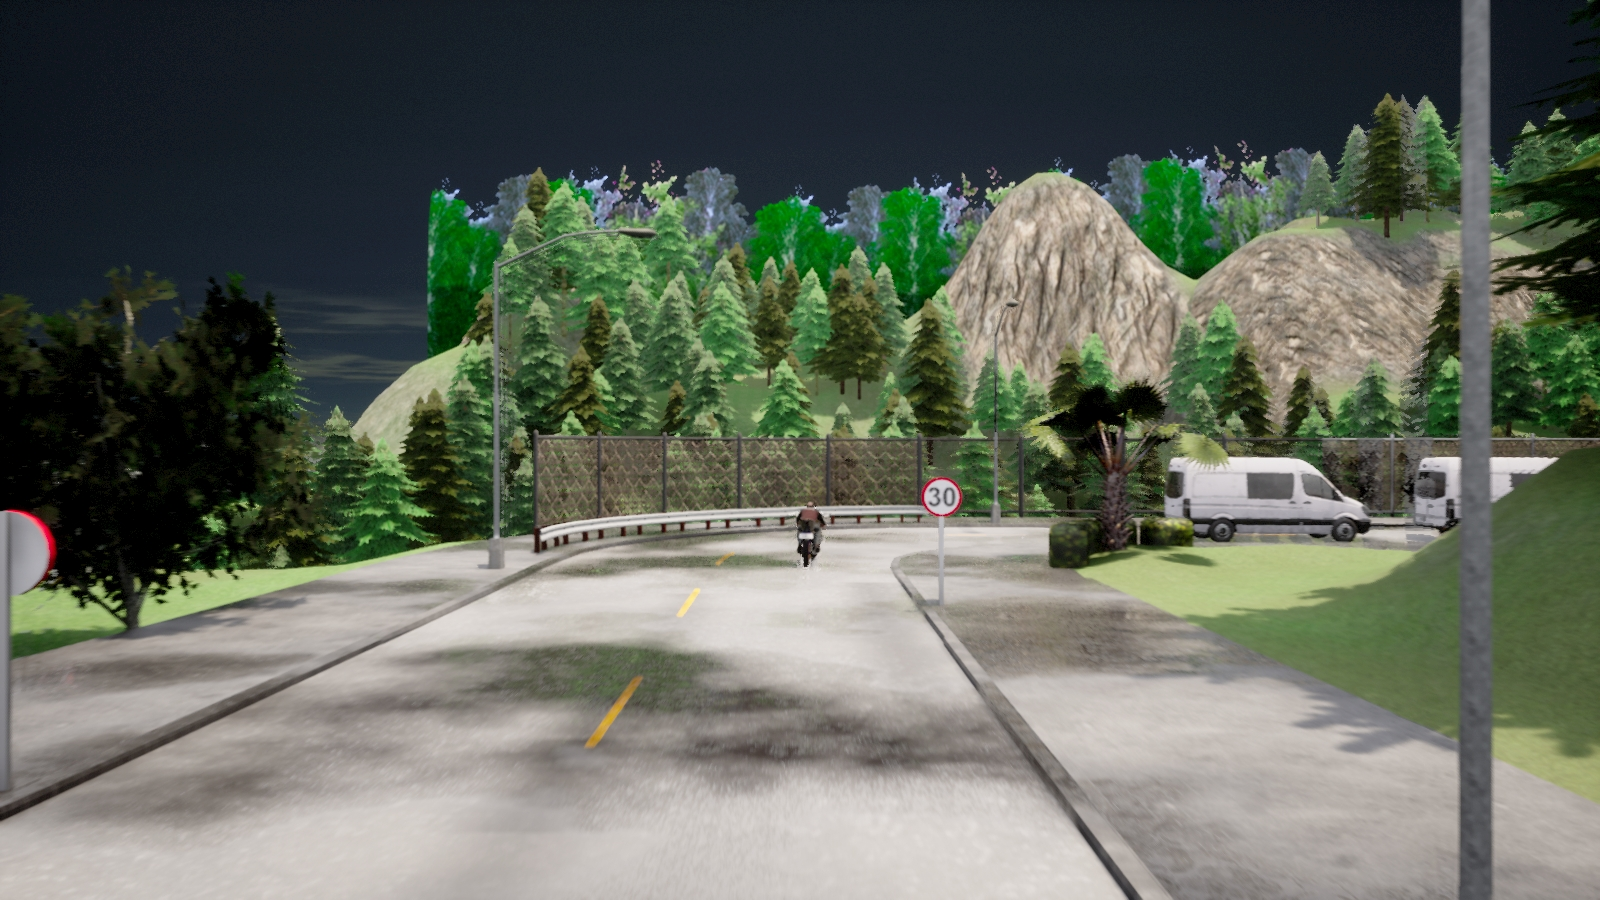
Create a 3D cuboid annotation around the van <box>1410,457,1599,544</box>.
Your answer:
[{"bbox_3d":[22.078,1.498,34.856,5.915,2.561,1.988,0,0,-1],"label":"van"}]

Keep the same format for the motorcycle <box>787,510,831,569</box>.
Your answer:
[{"bbox_3d":[0.241,2.176,28.102,0.867,1.251,2.209,1,0,6],"label":"motorcycle"}]

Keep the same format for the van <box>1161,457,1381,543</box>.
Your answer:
[{"bbox_3d":[14.330,1.498,35.002,5.915,2.561,1.988,0,0,0],"label":"van"}]
